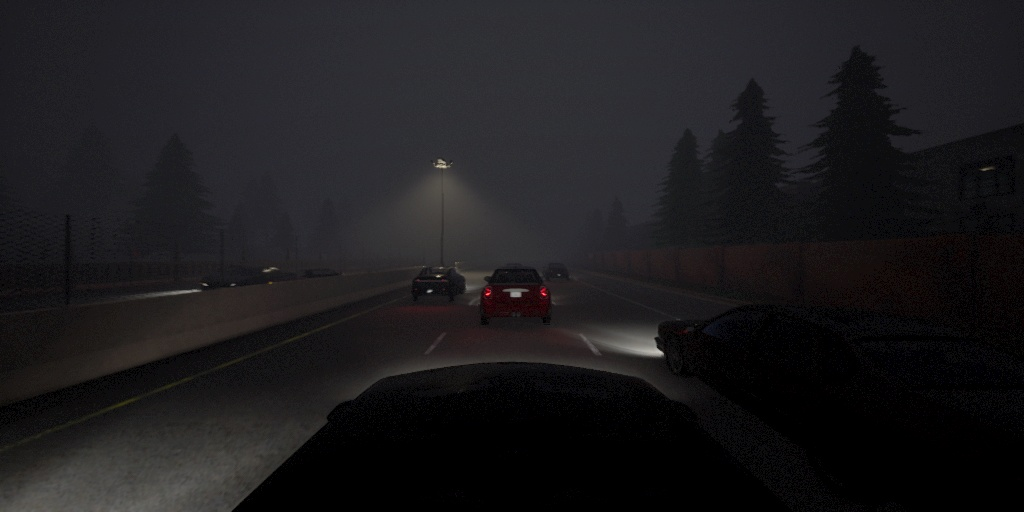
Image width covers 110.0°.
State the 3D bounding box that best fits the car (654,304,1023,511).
[{"bbox_3d":[3.598,1.300,4.332,2.033,1.411,5.357,0,0,0],"label":"car"}]

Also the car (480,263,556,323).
[{"bbox_3d":[0.113,1.101,12.195,2.097,1.767,4.553,0,0,0],"label":"car"}]

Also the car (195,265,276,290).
[{"bbox_3d":[-17.569,1.300,23.070,1.994,1.385,4.181,0,0,0],"label":"car"}]

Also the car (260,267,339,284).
[{"bbox_3d":[-10.575,1.342,18.930,1.895,1.301,4.718,0,0,0],"label":"car"}]

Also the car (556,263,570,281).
[{"bbox_3d":[3.607,1.276,29.957,1.812,1.442,4.674,0,0,0],"label":"car"}]

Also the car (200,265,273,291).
[{"bbox_3d":[-14.052,1.286,19.757,2.033,1.411,5.357,0,0,0],"label":"car"}]

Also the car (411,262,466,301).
[{"bbox_3d":[-3.378,1.238,17.155,2.128,1.511,4.902,0,0,0],"label":"car"}]
